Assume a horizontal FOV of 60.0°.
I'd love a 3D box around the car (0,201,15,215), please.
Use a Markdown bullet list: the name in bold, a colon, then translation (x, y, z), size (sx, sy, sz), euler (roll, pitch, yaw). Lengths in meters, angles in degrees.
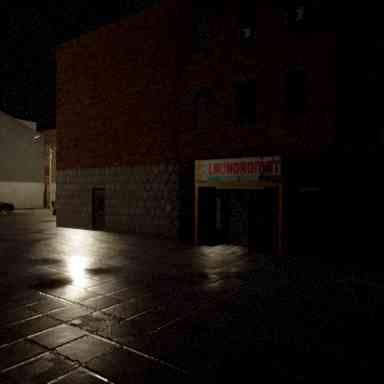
- **car**: translation (-19.442, 1.511, 31.414), size (2.128, 1.511, 4.902), euler (0, 0, 36)
